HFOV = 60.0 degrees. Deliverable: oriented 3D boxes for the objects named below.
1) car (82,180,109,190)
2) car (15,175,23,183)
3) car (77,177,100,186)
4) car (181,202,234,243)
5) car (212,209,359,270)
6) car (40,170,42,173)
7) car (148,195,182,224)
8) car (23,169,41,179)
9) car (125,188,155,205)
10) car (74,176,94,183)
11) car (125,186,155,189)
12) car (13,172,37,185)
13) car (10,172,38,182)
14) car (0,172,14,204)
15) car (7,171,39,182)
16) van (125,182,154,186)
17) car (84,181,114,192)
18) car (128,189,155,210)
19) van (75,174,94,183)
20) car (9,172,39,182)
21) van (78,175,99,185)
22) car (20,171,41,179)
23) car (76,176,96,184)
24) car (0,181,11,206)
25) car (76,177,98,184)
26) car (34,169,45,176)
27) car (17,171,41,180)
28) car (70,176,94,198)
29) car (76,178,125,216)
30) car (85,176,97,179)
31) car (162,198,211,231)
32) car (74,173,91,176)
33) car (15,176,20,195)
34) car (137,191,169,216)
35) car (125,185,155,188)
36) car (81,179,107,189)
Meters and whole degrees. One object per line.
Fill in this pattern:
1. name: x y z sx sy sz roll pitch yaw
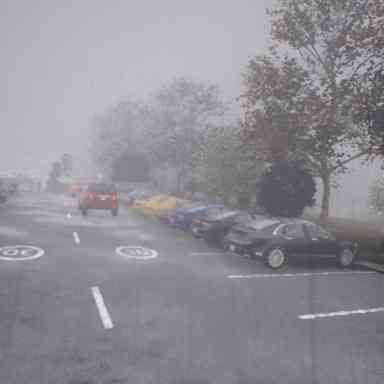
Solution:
1. car: -18.718 -1.417 64.499 4.792 1.488 2.163 4 3 -23
2. car: -18.077 -0.630 29.496 4.792 1.488 2.163 4 2 -23
3. car: -23.975 -2.453 77.270 4.792 1.488 2.163 4 3 -23
4. car: 2.403 1.527 14.115 5.008 1.535 2.097 4 1 -23
5. car: 3.515 1.655 11.420 4.892 1.521 2.231 4 1 -23
6. car: -37.272 -3.601 74.885 5.366 1.575 1.946 4 3 -23
7. car: 0.251 1.285 19.259 4.792 1.488 2.163 4 2 -23
8. car: -31.737 -2.788 62.046 5.566 2.045 2.435 4 3 -23
9. car: -2.831 0.812 26.890 4.792 1.488 2.163 4 2 -23
10. car: -29.201 -3.458 90.048 5.008 1.535 2.097 4 2 -23
11. car: -3.962 0.632 29.568 4.674 1.452 2.002 4 2 -23
12. car: -29.708 -2.097 56.916 4.792 1.488 2.163 4 3 -23
13. car: -33.888 -2.954 67.168 4.892 1.521 2.231 4 3 -23
14. car: -13.768 -0.180 19.227 5.566 2.045 2.435 4 2 -23
15. car: -30.727 -2.332 59.488 5.008 1.535 2.097 4 3 -23
16. van: -6.130 -0.007 34.546 4.442 1.987 1.878 3 2 -23
17. car: -16.636 -1.040 59.512 5.008 1.535 2.097 4 3 -23
18. car: -1.623 0.961 24.372 5.366 1.575 1.946 4 2 -23
19. van: -28.226 -3.503 87.427 4.442 1.987 1.878 4 2 -23
20. car: -35.118 -3.179 69.654 5.366 1.575 1.946 4 3 -23
21. van: -24.917 -2.912 79.984 4.442 1.987 1.878 4 3 -23
22. car: -41.248 -4.318 85.090 4.792 1.488 2.163 4 2 -23
23. car: -27.076 -3.051 84.950 4.792 1.488 2.163 4 2 -23
24. car: -14.883 -0.103 21.800 5.008 1.535 2.097 4 2 -23
25. car: -26.073 -2.865 82.516 4.792 1.488 2.163 4 3 -23
26. car: -37.938 -3.768 77.474 5.366 1.575 1.946 4 3 -23
27. car: -39.167 -3.972 79.953 4.892 1.521 2.231 4 3 -23
28. car: -11.265 -0.351 34.235 2.097 1.767 4.553 4 2 -22
29. car: -6.278 0.364 22.197 2.150 2.045 5.566 4 1 -22
30. car: -17.643 -1.369 62.076 4.553 1.767 2.185 4 3 -23
31. car: 1.339 1.396 16.691 5.008 1.535 2.097 4 1 -23
32. car: -22.845 -2.522 74.726 5.566 2.045 2.435 4 3 -23
33. car: -16.966 -0.438 26.950 4.792 1.488 2.163 4 2 -23
34. car: -0.560 1.123 21.792 5.366 1.575 1.946 4 2 -23
35. car: -5.019 0.444 32.138 4.674 1.452 2.002 4 2 -23
36. car: -19.746 -1.612 67.064 4.674 1.452 2.002 4 3 -23
